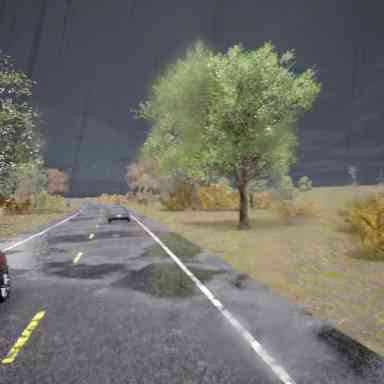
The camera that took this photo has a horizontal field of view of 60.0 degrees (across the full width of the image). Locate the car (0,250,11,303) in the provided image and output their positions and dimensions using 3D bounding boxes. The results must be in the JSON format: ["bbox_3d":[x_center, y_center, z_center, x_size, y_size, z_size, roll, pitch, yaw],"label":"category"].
[{"bbox_3d":[-4.729,1.547,5.536,2.097,1.767,4.553,-1,-1,-14],"label":"car"}]

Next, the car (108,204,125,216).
[{"bbox_3d":[-9.876,2.292,43.123,1.994,1.385,4.181,-1,0,-14],"label":"car"}]

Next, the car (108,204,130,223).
[{"bbox_3d":[-6.895,2.089,31.359,1.994,1.385,4.181,-1,-1,-13],"label":"car"}]
